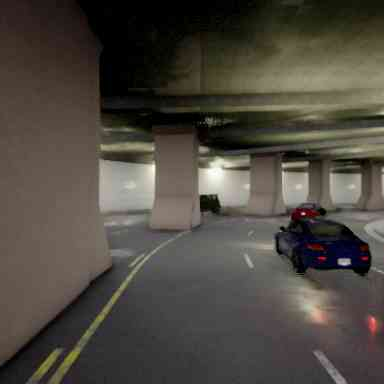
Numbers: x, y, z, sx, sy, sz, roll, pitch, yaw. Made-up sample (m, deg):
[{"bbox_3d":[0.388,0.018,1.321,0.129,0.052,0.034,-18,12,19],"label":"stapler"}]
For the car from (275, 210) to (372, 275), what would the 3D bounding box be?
[{"bbox_3d":[3.821,1.519,10.338,1.812,1.442,4.674,0,0,3],"label":"car"}]

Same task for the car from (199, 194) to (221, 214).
[{"bbox_3d":[0.636,1.200,32.231,2.150,2.045,5.566,0,0,37],"label":"car"}]

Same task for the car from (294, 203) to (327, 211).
[{"bbox_3d":[9.213,1.547,25.885,1.994,1.385,4.181,0,0,34],"label":"car"}]
